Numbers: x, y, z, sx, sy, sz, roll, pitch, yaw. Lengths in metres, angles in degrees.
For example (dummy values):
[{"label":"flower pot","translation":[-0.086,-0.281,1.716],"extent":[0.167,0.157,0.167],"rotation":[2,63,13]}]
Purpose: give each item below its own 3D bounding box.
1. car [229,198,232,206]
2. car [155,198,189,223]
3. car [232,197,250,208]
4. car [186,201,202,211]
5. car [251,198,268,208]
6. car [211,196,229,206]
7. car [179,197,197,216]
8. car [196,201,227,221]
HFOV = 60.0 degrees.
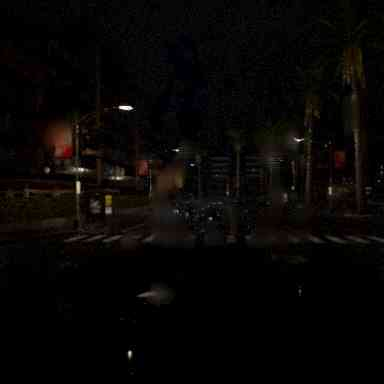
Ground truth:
[{"label":"car","translation":[8.263,1.891,67.690],"extent":[2.097,1.767,4.553],"rotation":[-1,-1,-5]},{"label":"car","translation":[-1.823,1.645,28.882],"extent":[2.097,1.767,4.553],"rotation":[-1,-1,6]},{"label":"car","translation":[8.391,1.950,57.382],"extent":[1.837,1.490,4.892],"rotation":[-1,-1,3]},{"label":"car","translation":[0.349,2.051,48.334],"extent":[1.895,1.301,4.718],"rotation":[-1,-1,6]},{"label":"car","translation":[11.931,1.936,57.779],"extent":[1.812,1.442,4.674],"rotation":[-1,-1,3]},{"label":"car","translation":[4.058,1.647,50.102],"extent":[2.150,2.045,5.566],"rotation":[-1,-1,6]},{"label":"car","translation":[-0.751,1.591,38.413],"extent":[2.150,2.045,5.566],"rotation":[-1,-1,6]},{"label":"car","translation":[1.818,1.810,29.915],"extent":[2.033,1.411,5.357],"rotation":[-1,-1,6]}]
